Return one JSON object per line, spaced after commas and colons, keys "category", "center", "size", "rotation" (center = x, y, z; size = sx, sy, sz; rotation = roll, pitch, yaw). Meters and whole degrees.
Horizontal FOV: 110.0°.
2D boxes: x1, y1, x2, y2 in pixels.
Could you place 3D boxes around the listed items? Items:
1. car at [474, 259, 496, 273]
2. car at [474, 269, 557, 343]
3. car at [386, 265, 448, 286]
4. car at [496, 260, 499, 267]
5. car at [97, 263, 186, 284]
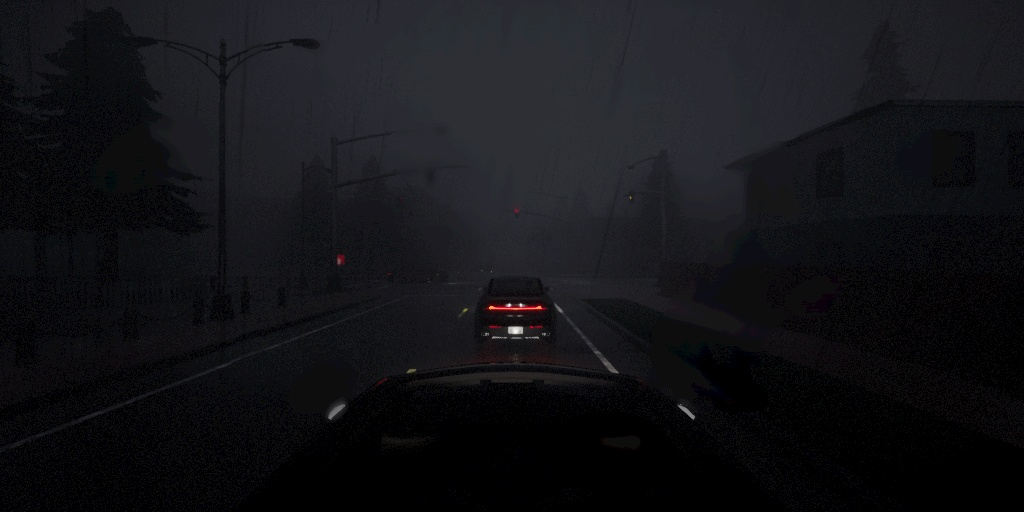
{"category": "car", "center": [-3.507, 1.297, 44.389], "size": [2.033, 1.411, 5.357], "rotation": [0, 0, 0]}
{"category": "car", "center": [0.092, 1.255, 9.673], "size": [1.837, 1.490, 4.892], "rotation": [0, 0, 0]}
{"category": "car", "center": [-6.698, 1.323, 25.453], "size": [4.181, 1.385, 1.994], "rotation": [0, 0, -17]}
{"category": "car", "center": [-3.476, 1.241, 54.570], "size": [2.128, 1.511, 4.902], "rotation": [0, 0, 0]}
{"category": "car", "center": [-24.340, 1.329, 23.881], "size": [4.181, 1.385, 1.994], "rotation": [0, 0, -2]}
